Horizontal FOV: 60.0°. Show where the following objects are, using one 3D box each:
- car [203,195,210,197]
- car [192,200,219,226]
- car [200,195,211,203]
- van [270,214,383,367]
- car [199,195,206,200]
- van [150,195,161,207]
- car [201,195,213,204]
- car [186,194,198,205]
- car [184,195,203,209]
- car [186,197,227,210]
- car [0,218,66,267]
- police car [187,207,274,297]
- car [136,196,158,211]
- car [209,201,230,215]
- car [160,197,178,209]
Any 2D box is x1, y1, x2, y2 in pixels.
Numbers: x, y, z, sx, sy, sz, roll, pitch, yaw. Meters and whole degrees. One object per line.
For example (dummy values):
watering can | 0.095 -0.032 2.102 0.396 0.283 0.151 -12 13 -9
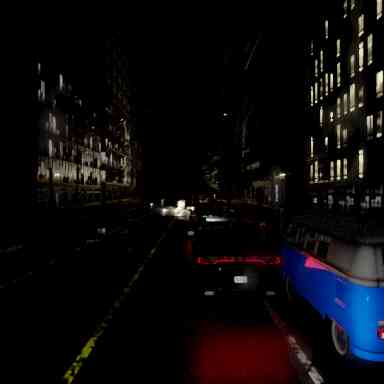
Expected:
car | 2.743 1.544 45.485 2.008 1.369 4.403 0 0 0
car | 0.929 1.455 24.850 1.801 1.575 5.366 0 0 0
car | 2.769 1.401 68.255 1.967 1.590 4.097 0 0 0
van | 2.698 1.341 5.639 1.690 1.788 3.998 0 0 0
car | 2.796 1.462 91.025 1.887 1.381 4.507 0 0 0
van | -5.630 1.328 51.191 1.690 1.788 3.998 0 0 0
car | 2.763 1.410 62.563 1.967 1.590 4.097 0 0 0
car | 0.068 1.327 59.392 2.097 1.767 4.553 0 0 0
car | 0.060 1.345 45.440 2.097 1.767 4.553 0 0 0
car | 0.873 1.351 18.622 2.097 1.767 4.553 0 0 0
car | -5.677 1.582 11.343 1.802 1.307 4.206 0 0 0
police car | 0.911 1.425 8.769 1.930 1.638 5.238 0 0 0
car | -5.644 1.548 39.806 2.008 1.369 4.403 0 0 0
car | 2.730 1.581 34.100 1.802 1.307 4.206 0 0 0
car | -2.946 1.470 46.439 1.882 1.535 5.008 0 0 0
